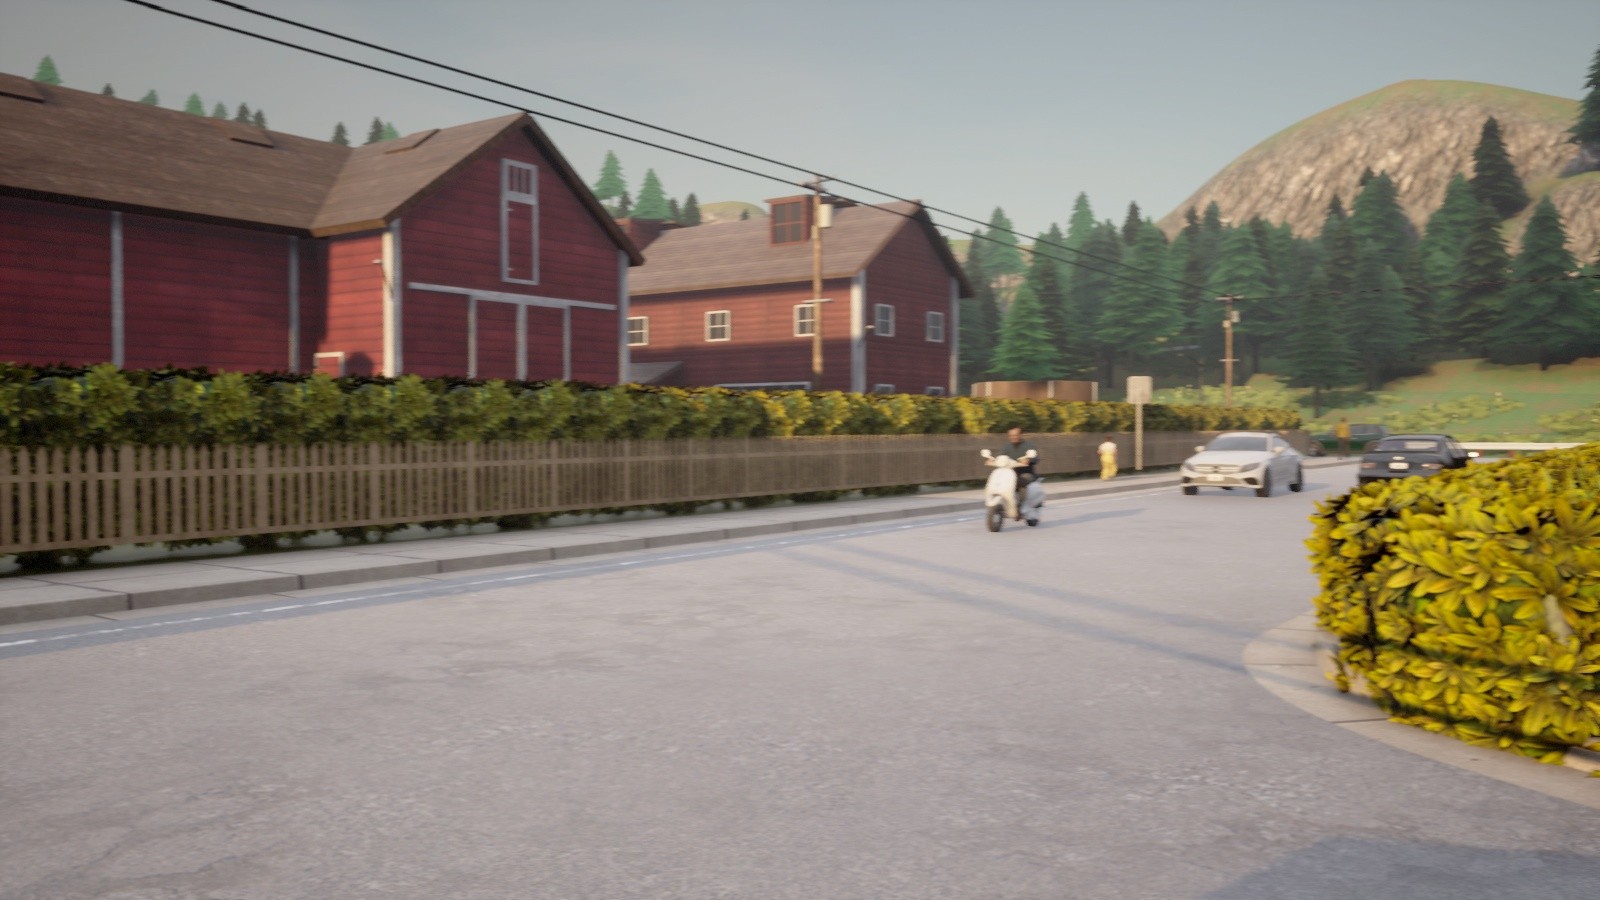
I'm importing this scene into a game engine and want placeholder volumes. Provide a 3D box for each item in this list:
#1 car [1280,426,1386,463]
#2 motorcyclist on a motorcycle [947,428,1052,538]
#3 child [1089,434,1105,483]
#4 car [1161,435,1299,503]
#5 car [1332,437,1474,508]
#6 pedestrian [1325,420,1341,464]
[{"bbox_3d":[26.729,-0.311,62.985,4.553,1.767,2.097,1,1,35],"label":"car"},{"bbox_3d":[3.060,0.457,19.157,0.866,1.590,1.817,1,1,35],"label":"motorcyclist on a motorcycle"},{"bbox_3d":[7.780,0.219,32.855,0.270,1.263,0.437,1,1,34],"label":"child"},{"bbox_3d":[10.090,0.380,29.259,1.812,1.442,4.674,1,1,35],"label":"car"},{"bbox_3d":[13.670,0.433,28.276,2.033,1.411,5.357,1,1,35],"label":"car"},{"bbox_3d":[22.459,-0.355,52.928,0.370,1.835,0.726,1,1,42],"label":"pedestrian"}]
